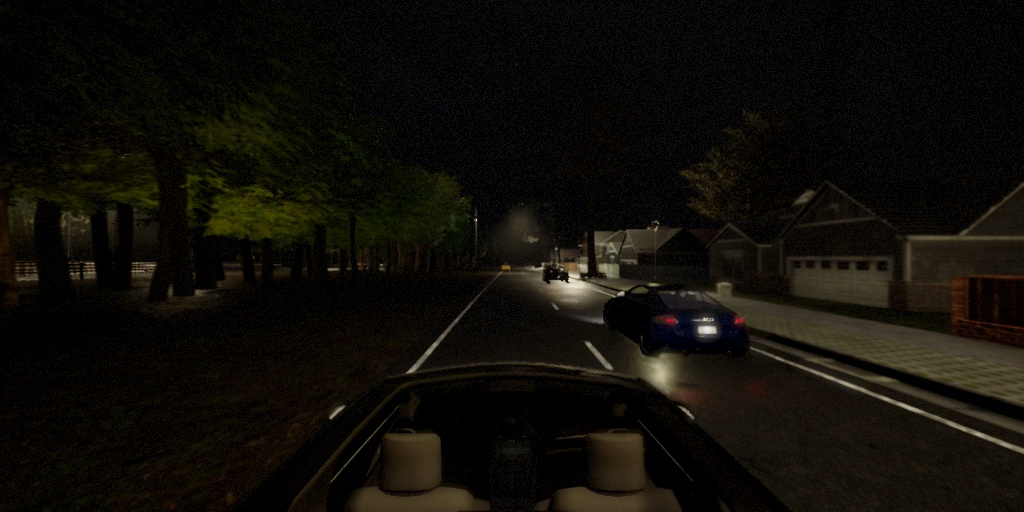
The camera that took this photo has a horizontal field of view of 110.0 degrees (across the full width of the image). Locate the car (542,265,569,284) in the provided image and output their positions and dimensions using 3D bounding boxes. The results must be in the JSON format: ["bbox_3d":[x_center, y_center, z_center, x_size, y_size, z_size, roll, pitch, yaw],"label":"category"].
[{"bbox_3d":[3.600,1.469,30.075,2.128,1.511,4.902,0,-1,0],"label":"car"}]

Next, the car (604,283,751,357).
[{"bbox_3d":[3.599,1.341,8.615,1.994,1.385,4.181,0,0,0],"label":"car"}]
